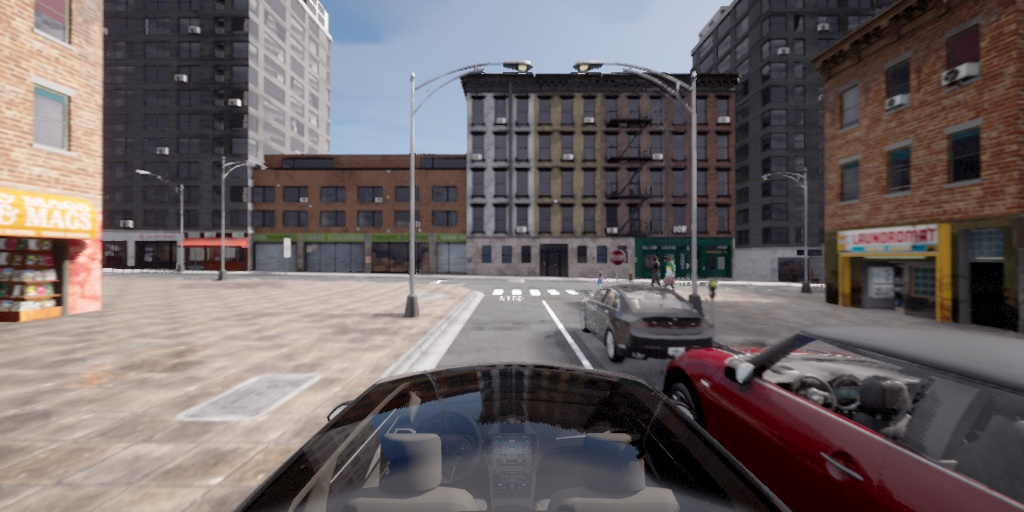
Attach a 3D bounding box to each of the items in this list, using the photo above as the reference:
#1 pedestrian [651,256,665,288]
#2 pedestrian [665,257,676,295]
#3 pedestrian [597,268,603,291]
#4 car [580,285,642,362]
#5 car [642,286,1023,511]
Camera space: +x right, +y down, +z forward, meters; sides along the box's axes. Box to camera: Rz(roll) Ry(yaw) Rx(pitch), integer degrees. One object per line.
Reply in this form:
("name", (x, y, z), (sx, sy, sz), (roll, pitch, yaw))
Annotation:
("pedestrian", (6.953, 0.898, 17.255), (0.375, 1.860, 0.375), (0, 0, 0))
("pedestrian", (7.887, 0.967, 17.855), (0.375, 1.860, 0.375), (0, 0, 0))
("pedestrian", (4.620, 1.141, 18.453), (0.375, 1.300, 0.375), (0, 0, 0))
("car", (2.636, 1.290, 7.933), (2.007, 1.370, 4.403), (0, 0, 0))
("car", (2.638, 1.189, 2.429), (1.967, 1.591, 4.097), (0, 0, 0))
